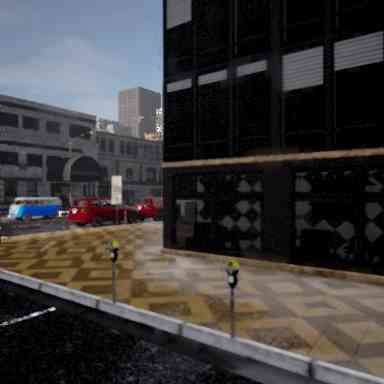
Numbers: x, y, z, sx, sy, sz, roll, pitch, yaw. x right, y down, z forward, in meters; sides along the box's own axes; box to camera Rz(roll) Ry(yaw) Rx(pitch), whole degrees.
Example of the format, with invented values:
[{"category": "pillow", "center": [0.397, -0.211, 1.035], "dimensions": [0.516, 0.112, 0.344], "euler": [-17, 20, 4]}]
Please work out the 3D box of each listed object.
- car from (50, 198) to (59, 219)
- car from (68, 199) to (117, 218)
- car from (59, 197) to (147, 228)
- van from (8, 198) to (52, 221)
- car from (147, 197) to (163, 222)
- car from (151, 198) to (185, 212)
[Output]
[{"category": "car", "center": [-8.786, 1.493, 27.709], "dimensions": [2.128, 1.511, 4.902], "euler": [0, 0, 36]}, {"category": "car", "center": [-9.332, 1.455, 31.404], "dimensions": [1.967, 1.590, 4.097], "euler": [0, 0, 36]}, {"category": "car", "center": [-5.721, 1.298, 22.042], "dimensions": [2.192, 1.841, 5.009], "euler": [0, 0, 36]}, {"category": "van", "center": [-12.542, 1.338, 26.910], "dimensions": [1.690, 1.788, 3.998], "euler": [0, 0, 36]}, {"category": "car", "center": [-2.511, 1.316, 26.537], "dimensions": [2.192, 1.841, 5.009], "euler": [0, 0, 36]}, {"category": "car", "center": [-2.911, 1.493, 40.396], "dimensions": [1.967, 1.590, 4.097], "euler": [0, 0, 36]}]
